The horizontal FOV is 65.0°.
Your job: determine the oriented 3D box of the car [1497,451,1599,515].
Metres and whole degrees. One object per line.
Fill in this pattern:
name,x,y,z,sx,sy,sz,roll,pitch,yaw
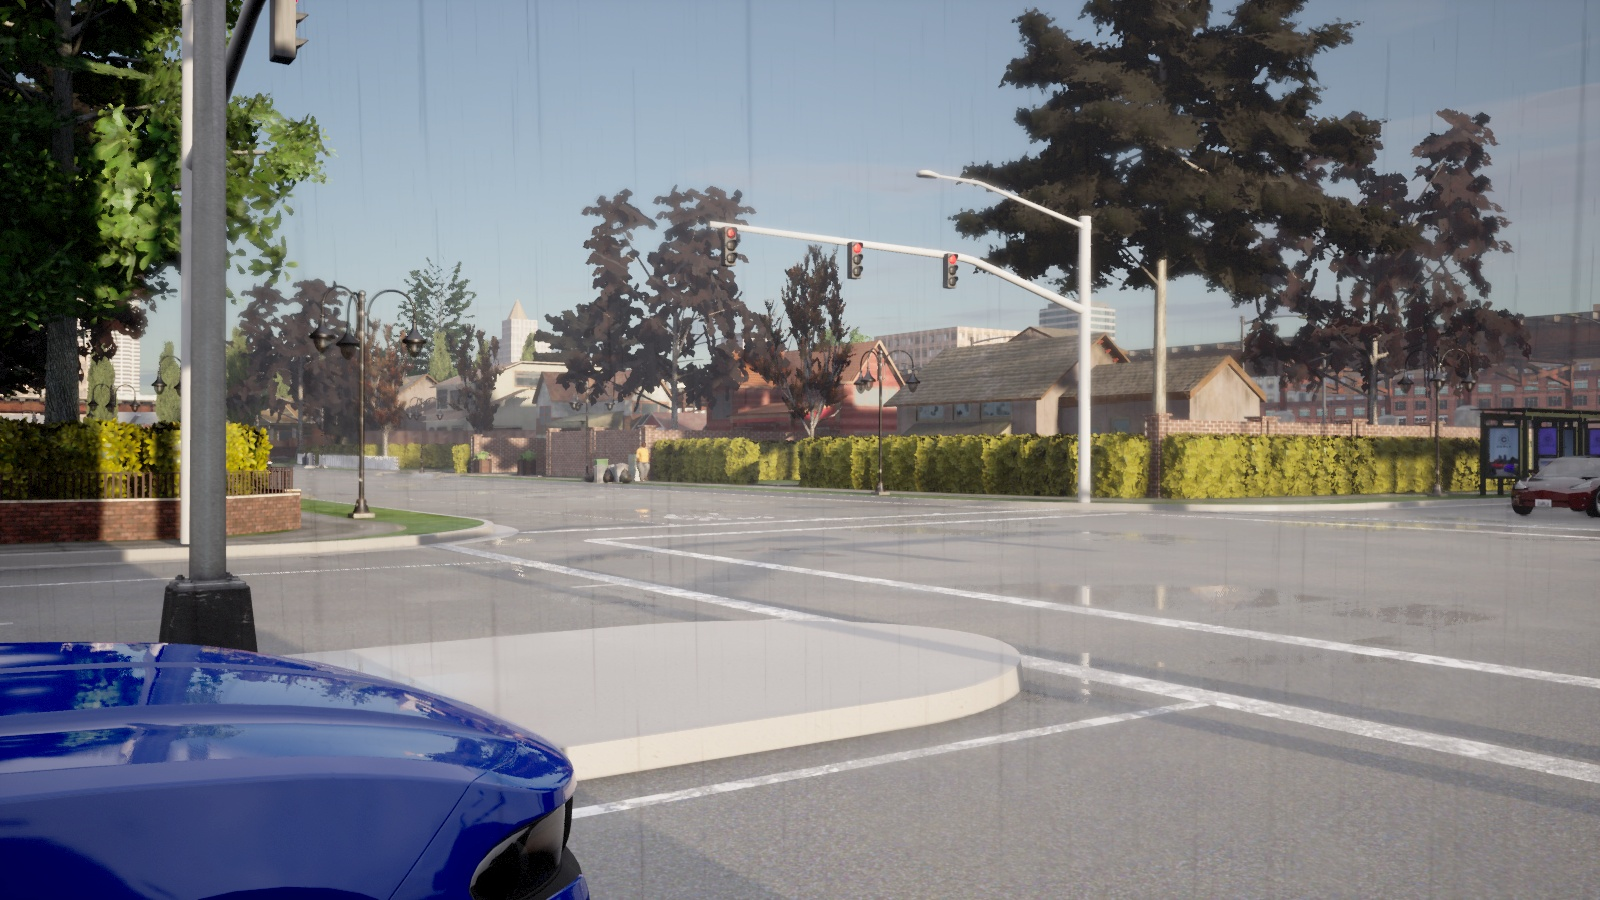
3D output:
car,19.779,0.780,31.474,4.792,1.488,2.163,0,0,-35

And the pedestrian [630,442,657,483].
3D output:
pedestrian,-7.062,0.564,56.731,0.874,1.855,0.900,0,0,-34

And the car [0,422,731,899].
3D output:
car,-2.727,0.733,1.760,5.008,1.535,1.882,0,0,-35
